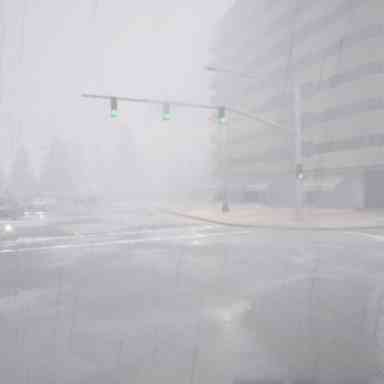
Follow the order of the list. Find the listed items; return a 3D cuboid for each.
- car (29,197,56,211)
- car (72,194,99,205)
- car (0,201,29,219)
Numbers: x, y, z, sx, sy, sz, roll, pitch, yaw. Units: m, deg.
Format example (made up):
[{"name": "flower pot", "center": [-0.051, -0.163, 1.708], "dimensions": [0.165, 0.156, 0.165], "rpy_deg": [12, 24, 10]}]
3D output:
[{"name": "car", "center": [-16.454, 1.285, 36.493], "dimensions": [1.812, 1.442, 4.674], "rpy_deg": [-1, 1, -2]}, {"name": "car", "center": [-15.392, 1.047, 48.202], "dimensions": [1.882, 1.535, 5.008], "rpy_deg": [-1, 1, 14]}, {"name": "car", "center": [-14.812, 1.435, 26.632], "dimensions": [1.994, 1.385, 4.181], "rpy_deg": [-1, 1, -15]}]
